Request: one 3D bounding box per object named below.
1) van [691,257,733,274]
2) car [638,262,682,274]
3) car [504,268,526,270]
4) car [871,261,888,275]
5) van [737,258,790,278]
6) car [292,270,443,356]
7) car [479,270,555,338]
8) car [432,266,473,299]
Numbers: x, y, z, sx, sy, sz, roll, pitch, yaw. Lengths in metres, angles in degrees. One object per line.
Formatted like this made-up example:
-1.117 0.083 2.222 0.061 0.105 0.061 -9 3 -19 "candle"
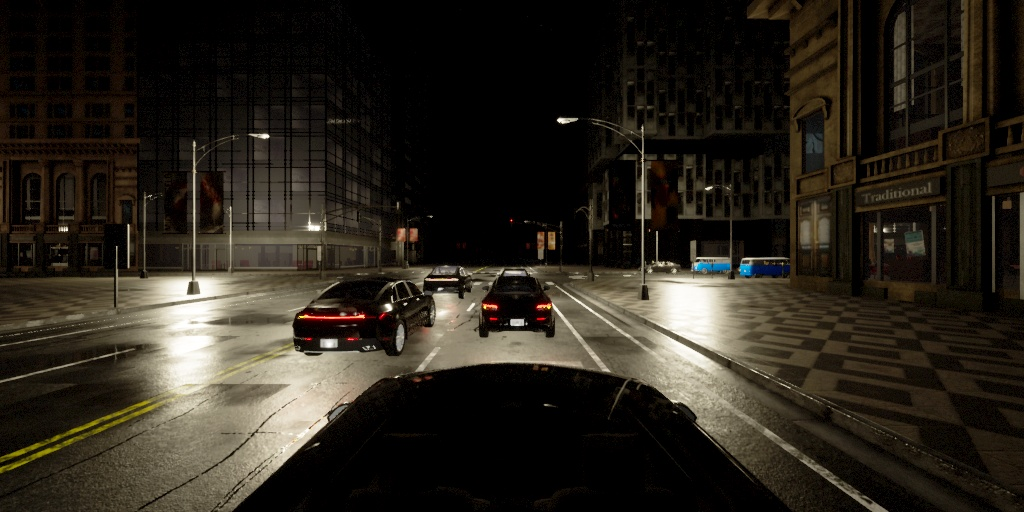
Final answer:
21.596 1.042 38.790 3.998 1.789 1.690 0 0 0 "van"
15.977 1.263 38.829 4.403 1.370 2.007 0 0 0 "car"
0.146 1.314 18.464 1.994 1.385 4.181 0 0 0 "car"
32.774 1.251 30.186 4.207 1.307 1.802 0 0 0 "car"
21.537 1.032 30.265 3.998 1.789 1.690 0 0 0 "van"
-3.134 1.255 8.580 1.837 1.490 4.892 0 0 0 "car"
0.121 1.276 10.075 1.812 1.442 4.674 0 0 0 "car"
-3.108 1.241 17.994 2.128 1.511 4.902 0 0 0 "car"
